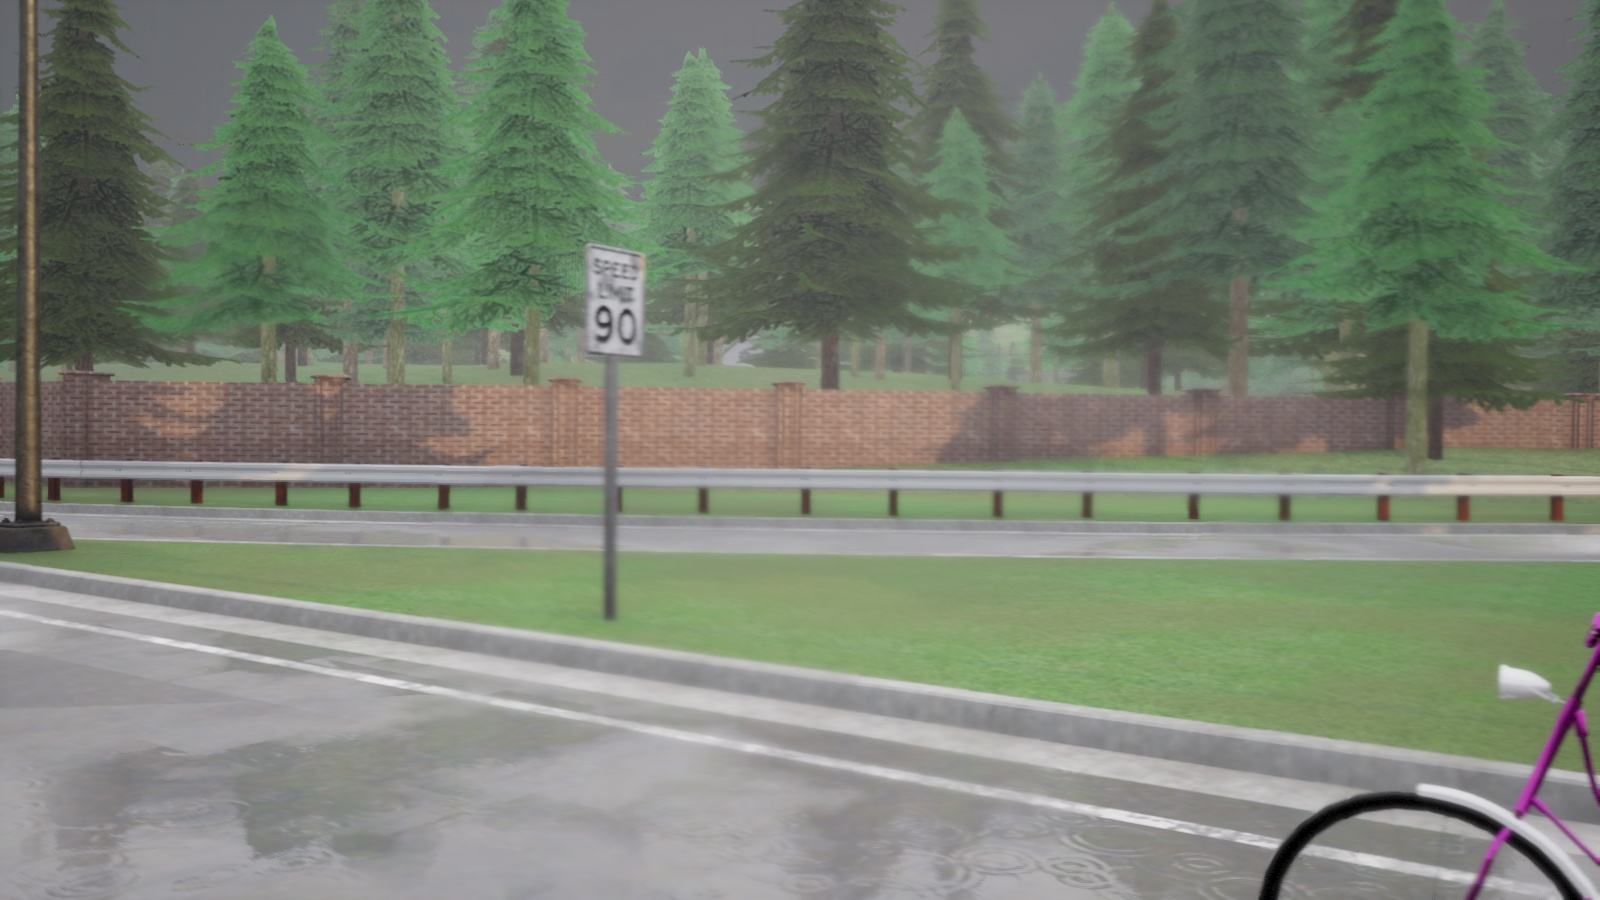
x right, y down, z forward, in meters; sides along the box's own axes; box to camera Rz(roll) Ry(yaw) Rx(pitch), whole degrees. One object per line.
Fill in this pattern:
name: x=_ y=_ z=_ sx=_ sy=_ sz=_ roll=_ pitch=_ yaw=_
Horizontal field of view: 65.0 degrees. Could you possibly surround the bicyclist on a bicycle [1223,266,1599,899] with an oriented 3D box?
bicyclist on a bicycle: x=1.841 y=0.553 z=2.394 sx=1.843 sy=1.776 sz=0.659 roll=0 pitch=1 yaw=34
